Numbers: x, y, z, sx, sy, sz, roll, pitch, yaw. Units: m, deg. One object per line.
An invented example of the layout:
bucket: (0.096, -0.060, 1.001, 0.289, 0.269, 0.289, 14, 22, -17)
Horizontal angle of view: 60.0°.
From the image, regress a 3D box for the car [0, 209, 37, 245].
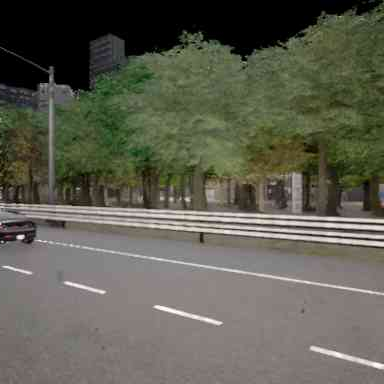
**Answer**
car: (-8.625, 1.507, 14.324, 4.892, 1.490, 1.837, 0, 0, 36)
